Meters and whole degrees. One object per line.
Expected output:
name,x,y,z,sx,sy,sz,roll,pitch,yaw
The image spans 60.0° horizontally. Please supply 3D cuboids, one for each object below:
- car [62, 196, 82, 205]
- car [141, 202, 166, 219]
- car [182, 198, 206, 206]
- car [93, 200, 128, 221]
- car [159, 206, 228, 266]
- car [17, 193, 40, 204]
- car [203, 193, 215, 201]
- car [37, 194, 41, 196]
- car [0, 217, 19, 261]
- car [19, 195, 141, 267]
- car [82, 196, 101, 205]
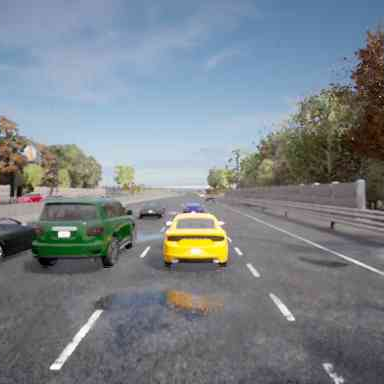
car,-20.997,1.538,58.397,1.812,1.442,4.674,0,0,1
car,-3.385,1.563,29.223,1.994,1.385,4.181,0,0,0
car,0.112,1.524,29.696,1.812,1.442,4.674,0,0,0
car,-6.887,1.503,28.604,1.837,1.490,4.892,0,0,0
car,0.106,1.474,11.591,1.882,1.535,5.008,0,0,0
car,-27.992,1.233,57.714,2.150,2.045,5.566,0,0,1
car,3.528,1.360,65.863,1.837,1.490,4.892,0,0,0
car,-24.499,1.506,57.889,2.128,1.511,4.902,0,0,1
car,-6.895,1.561,11.586,1.994,1.385,4.181,0,0,0
car,-3.395,1.218,11.510,2.150,2.045,5.566,0,0,0
car,-17.514,1.490,58.114,1.882,1.535,5.008,0,0,1
